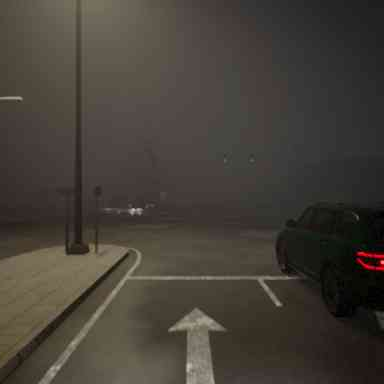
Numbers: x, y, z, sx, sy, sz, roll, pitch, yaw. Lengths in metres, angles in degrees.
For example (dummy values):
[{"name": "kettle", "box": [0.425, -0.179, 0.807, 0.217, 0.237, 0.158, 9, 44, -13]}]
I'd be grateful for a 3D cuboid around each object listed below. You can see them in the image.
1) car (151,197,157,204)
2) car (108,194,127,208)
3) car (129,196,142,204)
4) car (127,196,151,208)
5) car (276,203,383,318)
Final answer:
[{"name": "car", "box": [-8.000, 1.743, 65.612, 1.994, 1.385, 4.181, 0, 0, 0]}, {"name": "car", "box": [-11.562, 1.365, 52.173, 2.150, 2.045, 5.566, 0, 0, 1]}, {"name": "car", "box": [-11.500, 1.686, 68.090, 1.837, 1.490, 4.892, 0, 0, 0]}, {"name": "car", "box": [-8.077, 1.631, 51.030, 2.128, 1.511, 4.902, 0, 0, 0]}, {"name": "car", "box": [3.590, 1.243, 7.599, 2.150, 2.045, 5.566, 0, 0, 0]}]
